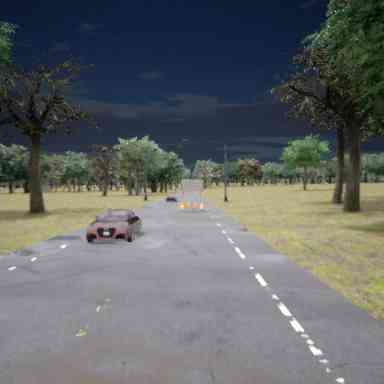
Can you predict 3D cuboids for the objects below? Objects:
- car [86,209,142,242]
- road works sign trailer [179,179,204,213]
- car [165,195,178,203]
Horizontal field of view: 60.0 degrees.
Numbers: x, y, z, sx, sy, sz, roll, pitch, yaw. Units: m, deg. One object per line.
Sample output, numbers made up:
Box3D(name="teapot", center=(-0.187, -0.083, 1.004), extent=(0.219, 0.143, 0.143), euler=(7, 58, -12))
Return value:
Box3D(name="car", center=(-3.598, 1.528, 15.944), extent=(1.994, 1.385, 4.181), euler=(0, 0, 0))
Box3D(name="road works sign trailer", center=(0.002, 0.301, 35.017), extent=(2.380, 3.560, 2.880), euler=(0, 1, 0))
Box3D(name="car", center=(-3.543, 1.191, 57.727), extent=(1.895, 1.301, 4.718), euler=(0, 1, 1))
